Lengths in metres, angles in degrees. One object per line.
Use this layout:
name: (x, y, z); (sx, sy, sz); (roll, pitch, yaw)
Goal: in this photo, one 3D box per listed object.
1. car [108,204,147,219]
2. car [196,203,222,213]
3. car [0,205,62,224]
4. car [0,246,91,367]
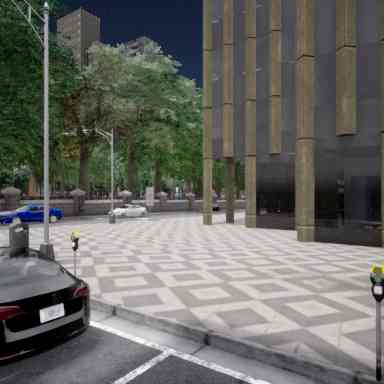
car: (-6.869, 2.076, 35.838); (1.812, 1.442, 4.674); (0, -1, 35)
car: (2.557, 2.373, 49.227); (1.882, 1.535, 5.008); (0, -2, 35)
car: (-13.076, 1.806, 26.986); (1.882, 1.535, 5.008); (0, -1, 35)
car: (-3.463, 1.566, 5.416); (4.313, 1.339, 1.947); (0, 0, 35)
